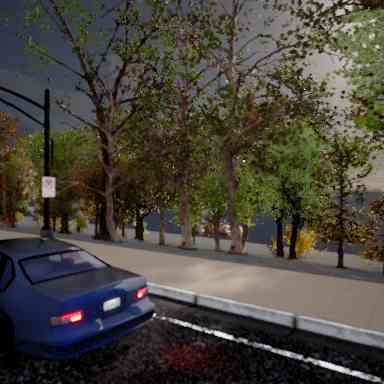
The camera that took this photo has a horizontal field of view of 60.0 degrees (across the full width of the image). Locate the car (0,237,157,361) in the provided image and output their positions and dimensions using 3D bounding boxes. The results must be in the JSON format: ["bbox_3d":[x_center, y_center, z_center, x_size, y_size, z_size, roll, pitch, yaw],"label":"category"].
[{"bbox_3d":[-3.111,1.544,5.913,5.357,1.411,2.033,0,0,36],"label":"car"}]
